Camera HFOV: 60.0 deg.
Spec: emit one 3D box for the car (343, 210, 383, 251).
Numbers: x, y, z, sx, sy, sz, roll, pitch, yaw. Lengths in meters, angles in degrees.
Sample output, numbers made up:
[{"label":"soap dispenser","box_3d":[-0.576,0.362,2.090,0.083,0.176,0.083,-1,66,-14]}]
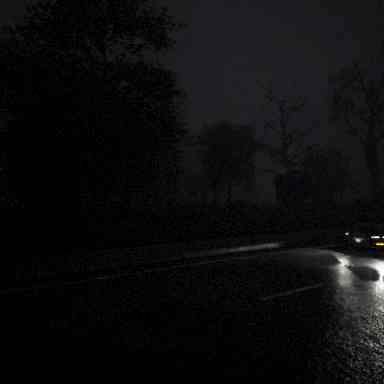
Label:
[{"label":"car","box_3d":[8.021,1.481,13.162,4.892,1.490,1.837,0,0,-31]}]
